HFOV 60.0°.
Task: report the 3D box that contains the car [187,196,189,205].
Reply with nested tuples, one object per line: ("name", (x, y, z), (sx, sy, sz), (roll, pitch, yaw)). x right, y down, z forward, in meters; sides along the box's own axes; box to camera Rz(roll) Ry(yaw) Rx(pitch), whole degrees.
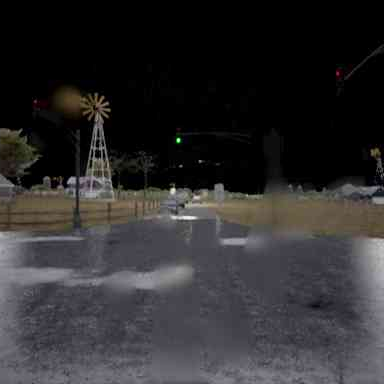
("car", (-1.794, 1.295, 62.842), (2.150, 2.045, 5.566), (0, -1, 1))

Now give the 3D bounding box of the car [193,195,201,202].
("car", (1.105, 1.493, 72.988), (1.812, 1.442, 4.674), (0, 0, 1))

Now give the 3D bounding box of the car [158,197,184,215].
("car", (-2.256, 1.541, 33.894), (2.033, 1.411, 5.357), (0, 0, 1))

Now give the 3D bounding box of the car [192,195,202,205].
("car", (0.964, 1.617, 62.514), (2.033, 1.411, 5.357), (0, 0, 1))

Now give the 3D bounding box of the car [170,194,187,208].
("car", (-2.101, 1.238, 45.888), (2.150, 2.045, 5.566), (0, 0, 0))
